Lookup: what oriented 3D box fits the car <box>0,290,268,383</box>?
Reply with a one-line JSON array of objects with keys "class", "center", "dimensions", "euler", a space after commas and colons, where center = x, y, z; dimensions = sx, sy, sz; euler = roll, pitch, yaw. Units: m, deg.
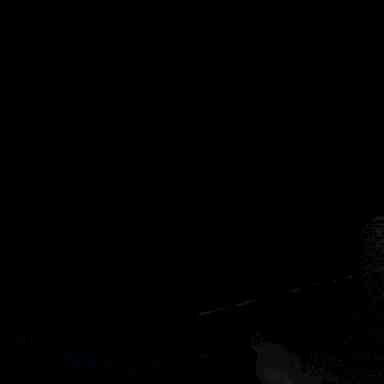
[{"class": "car", "center": [-1.901, 1.542, 2.385], "dimensions": [5.357, 1.411, 2.033], "euler": [0, 0, -35]}]
